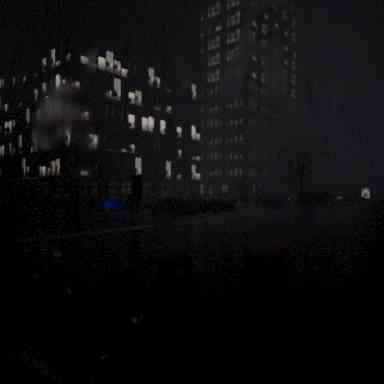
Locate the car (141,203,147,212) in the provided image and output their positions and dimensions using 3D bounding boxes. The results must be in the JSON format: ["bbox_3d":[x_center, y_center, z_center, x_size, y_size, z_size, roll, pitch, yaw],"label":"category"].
[{"bbox_3d":[-3.005,1.345,34.252,1.895,1.301,4.718,0,1,41],"label":"car"}]

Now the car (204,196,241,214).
[{"bbox_3d":[2.397,1.321,31.553,1.947,1.339,4.313,1,1,41],"label":"car"}]

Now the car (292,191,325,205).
[{"bbox_3d":[17.126,0.886,48.893,2.192,1.841,5.009,1,1,40],"label":"car"}]

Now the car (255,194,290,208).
[{"bbox_3d":[9.736,1.245,40.246,1.802,1.307,4.206,1,1,40],"label":"car"}]

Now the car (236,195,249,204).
[{"bbox_3d":[7.070,1.150,50.029,1.947,1.339,4.313,1,1,40],"label":"car"}]

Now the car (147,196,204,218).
[{"bbox_3d":[-1.254,1.242,27.189,1.967,1.590,4.097,1,1,40],"label":"car"}]

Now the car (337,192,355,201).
[{"bbox_3d":[28.320,0.958,62.002,1.752,1.417,4.829,1,1,40],"label":"car"}]

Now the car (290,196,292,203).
[{"bbox_3d":[16.943,1.138,52.836,1.895,1.301,4.718,0,1,41],"label":"car"}]

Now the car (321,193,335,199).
[{"bbox_3d":[32.935,0.830,80.309,1.947,1.339,4.313,1,1,40],"label":"car"}]

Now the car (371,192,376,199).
[{"bbox_3d":[39.294,0.848,74.850,2.008,1.369,4.403,1,1,40],"label":"car"}]

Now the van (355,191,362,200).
[{"bbox_3d":[35.600,0.684,70.522,1.690,1.788,3.998,1,1,40],"label":"van"}]

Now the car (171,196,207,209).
[{"bbox_3d":[-0.325,1.220,41.384,1.887,1.381,4.507,1,1,40],"label":"car"}]

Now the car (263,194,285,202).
[{"bbox_3d":[14.460,1.058,58.680,1.947,1.339,4.313,1,1,40],"label":"car"}]

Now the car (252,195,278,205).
[{"bbox_3d":[11.173,1.134,50.705,1.994,1.385,4.181,0,1,41],"label":"car"}]

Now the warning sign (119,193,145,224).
[{"bbox_3d":[-3.754,0.978,20.812,1.300,1.860,1.060,0,0,41],"label":"warning sign"}]

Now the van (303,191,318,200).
[{"bbox_3d":[25.546,0.696,71.654,1.690,1.788,3.998,1,1,40],"label":"van"}]

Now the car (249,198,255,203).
[{"bbox_3d":[10.257,1.112,44.934,2.128,1.511,4.902,0,1,41],"label":"car"}]

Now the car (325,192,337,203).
[{"bbox_3d":[20.821,0.840,53.219,2.192,1.841,5.009,1,1,40],"label":"car"}]

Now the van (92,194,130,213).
[{"bbox_3d":[-7.798,1.108,32.804,1.690,1.788,3.998,1,1,40],"label":"van"}]
